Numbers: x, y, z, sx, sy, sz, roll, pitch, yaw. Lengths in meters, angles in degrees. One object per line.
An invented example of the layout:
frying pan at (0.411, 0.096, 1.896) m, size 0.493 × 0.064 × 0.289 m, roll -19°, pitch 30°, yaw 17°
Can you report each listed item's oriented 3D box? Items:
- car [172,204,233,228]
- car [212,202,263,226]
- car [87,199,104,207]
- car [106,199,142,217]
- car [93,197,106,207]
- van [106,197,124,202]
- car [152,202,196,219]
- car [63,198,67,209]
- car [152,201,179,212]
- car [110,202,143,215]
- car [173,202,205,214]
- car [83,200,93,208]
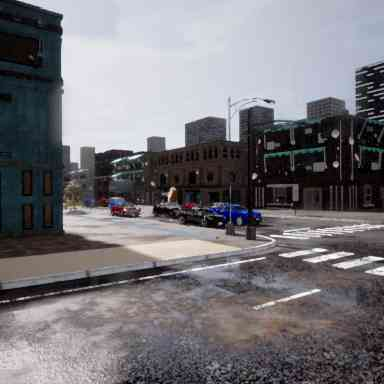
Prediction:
car at (0.682, 1.814, 24.561) m, size 1.947 × 1.339 × 4.313 m, roll -2°, pitch 0°, yaw -35°
car at (3.209, 1.693, 25.697) m, size 1.882 × 1.535 × 5.008 m, roll -1°, pitch 0°, yaw -36°
car at (-19.672, 2.228, 67.867) m, size 1.887 × 1.381 × 4.507 m, roll -1°, pitch 0°, yaw -35°
car at (-7.262, 1.847, 35.941) m, size 1.967 × 1.590 × 4.097 m, roll -1°, pitch 0°, yaw -35°
car at (-16.470, 1.940, 63.355) m, size 2.192 × 1.841 × 5.009 m, roll -1°, pitch 0°, yaw -35°
van at (-13.263, 1.907, 58.844) m, size 1.690 × 1.788 × 3.998 m, roll -1°, pitch 0°, yaw -35°
car at (-2.189, 1.814, 33.295) m, size 2.128 × 1.511 × 4.902 m, roll -1°, pitch 0°, yaw -35°
car at (-23.196, 2.233, 58.360) m, size 1.752 × 1.417 × 4.829 m, roll -1°, pitch 0°, yaw -35°
car at (-3.636, 1.966, 45.310) m, size 1.802 × 1.307 × 4.206 m, roll -2°, pitch 0°, yaw -35°
car at (-8.319, 1.989, 41.929) m, size 2.033 × 1.411 × 5.357 m, roll -1°, pitch 0°, yaw -35°
car at (-0.430, 1.904, 40.799) m, size 1.802 × 1.307 × 4.206 m, roll -2°, pitch 0°, yaw -35°
car at (-19.522, 2.194, 63.217) m, size 1.812 × 1.442 × 4.674 m, roll -1°, pitch 0°, yaw -35°
